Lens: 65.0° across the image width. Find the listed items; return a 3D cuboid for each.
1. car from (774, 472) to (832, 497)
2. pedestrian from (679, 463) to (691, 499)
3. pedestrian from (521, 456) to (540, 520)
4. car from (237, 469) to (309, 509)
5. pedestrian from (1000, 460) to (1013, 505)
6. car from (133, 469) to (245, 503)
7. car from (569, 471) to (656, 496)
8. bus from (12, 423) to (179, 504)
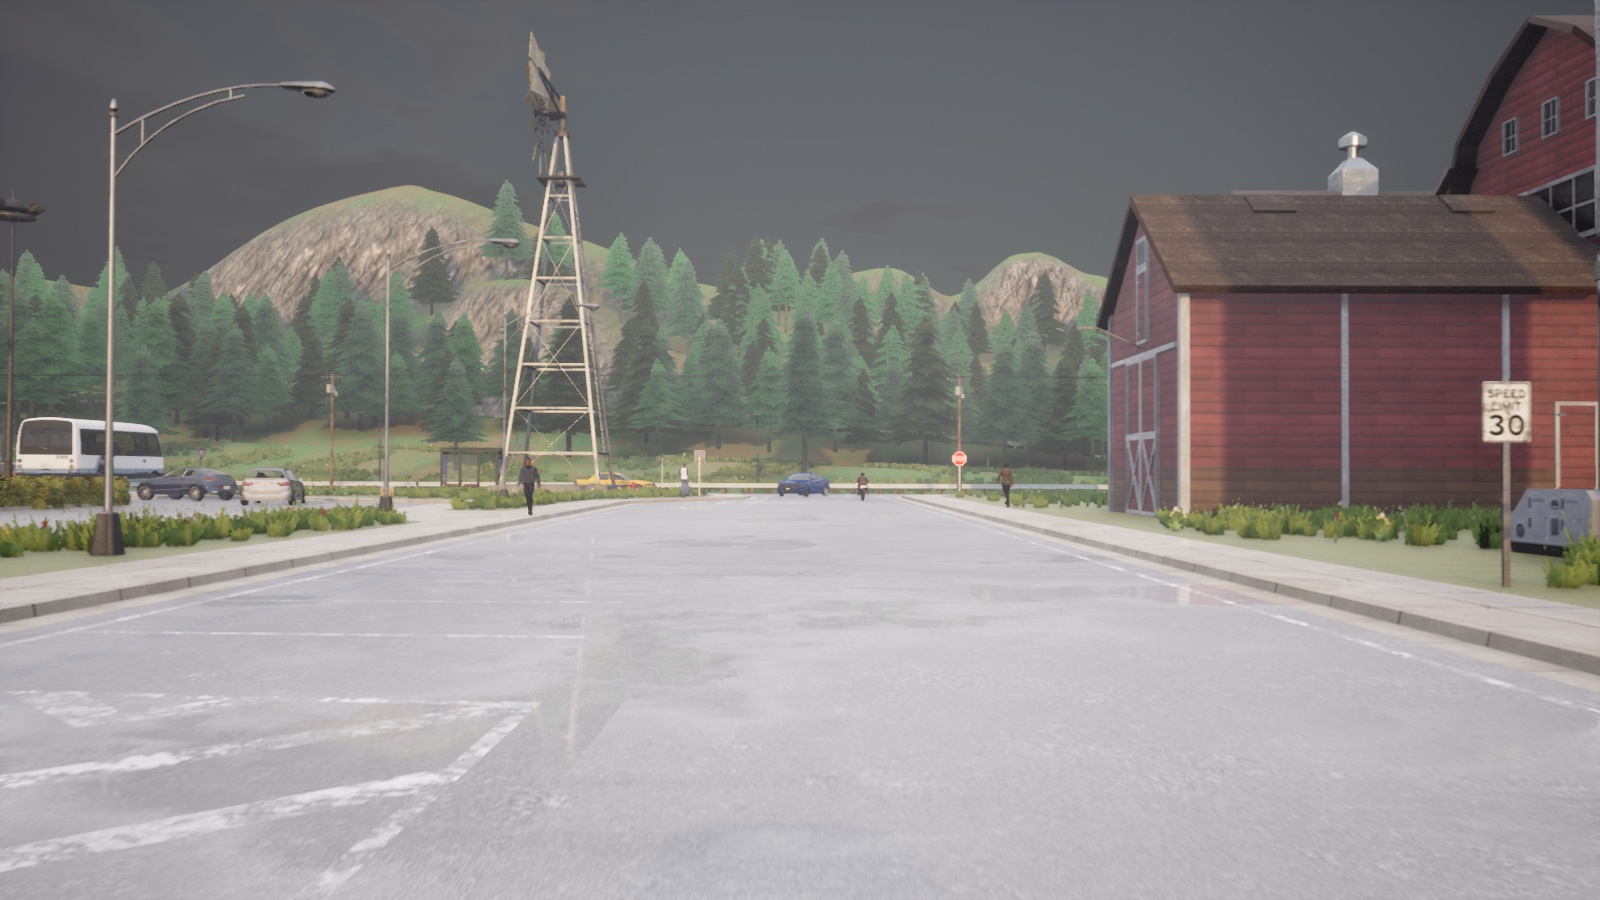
[{"bbox_3d":[0.224,2.128,78.496,1.882,1.535,5.008,-1,-1,22],"label":"car"},{"bbox_3d":[-6.003,1.612,65.623,0.354,1.836,0.706,-1,-1,18],"label":"pedestrian"},{"bbox_3d":[-8.322,1.164,38.763,0.423,1.949,0.788,0,-1,0],"label":"pedestrian"},{"bbox_3d":[-23.198,1.697,55.467,2.242,1.667,4.611,0,-1,-14],"label":"car"},{"bbox_3d":[8.237,1.291,50.139,0.328,1.805,0.869,0,-1,-1],"label":"pedestrian"},{"bbox_3d":[-30.369,1.778,62.439,5.027,1.651,2.152,-1,-1,21],"label":"car"},{"bbox_3d":[-12.164,2.192,81.622,5.366,1.575,1.801,0,-1,1],"label":"car"},{"bbox_3d":[-39.685,0.812,71.342,3.944,4.253,10.273,0,-1,-1],"label":"bus"}]
